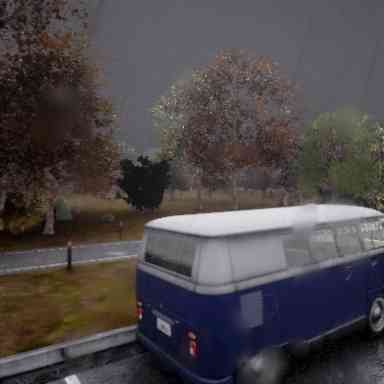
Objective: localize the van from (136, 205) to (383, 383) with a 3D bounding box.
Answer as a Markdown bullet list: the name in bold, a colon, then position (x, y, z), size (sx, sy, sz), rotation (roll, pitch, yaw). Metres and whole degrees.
- **van**: position (1.453, 1.240, 5.074), size (4.442, 1.987, 1.878), rotation (-1, 0, -35)
